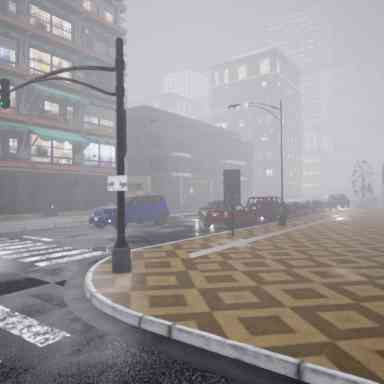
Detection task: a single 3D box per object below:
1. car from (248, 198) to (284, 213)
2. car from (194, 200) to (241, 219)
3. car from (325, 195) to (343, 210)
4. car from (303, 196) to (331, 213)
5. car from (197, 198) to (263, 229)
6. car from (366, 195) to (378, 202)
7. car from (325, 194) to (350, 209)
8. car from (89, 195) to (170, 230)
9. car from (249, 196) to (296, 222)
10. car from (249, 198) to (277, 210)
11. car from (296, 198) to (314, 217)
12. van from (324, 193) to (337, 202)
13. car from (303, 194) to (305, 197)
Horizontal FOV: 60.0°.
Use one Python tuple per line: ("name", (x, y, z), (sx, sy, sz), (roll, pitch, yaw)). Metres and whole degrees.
("car", (8.583, 1.490, 38.164), (2.033, 1.411, 5.357), (-1, 0, 37))
("car", (2.356, 1.470, 29.731), (1.837, 1.490, 4.892), (-1, 0, 37))
("car", (15.747, 1.415, 38.772), (2.008, 1.369, 4.403), (-1, 0, 36))
("car", (12.428, 1.421, 34.270), (1.887, 1.381, 4.507), (-1, 0, 36))
("car", (2.470, 1.352, 20.765), (1.967, 1.590, 4.097), (-1, 0, 36))
("car", (35.662, 1.333, 65.782), (1.887, 1.381, 4.507), (-1, 0, 36))
("car", (19.064, 1.167, 43.274), (2.192, 1.841, 5.009), (-1, 0, 36))
("car", (-3.823, 1.208, 21.321), (2.150, 2.045, 5.566), (-1, 0, 38))
("car", (5.788, 1.215, 25.268), (2.192, 1.841, 5.009), (-1, 0, 36))
("car", (9.304, 1.489, 43.311), (1.752, 1.417, 4.829), (-1, 0, 36))
("car", (9.109, 1.470, 29.768), (1.802, 1.307, 4.206), (-1, 0, 36))
("van", (29.318, 1.229, 70.459), (1.690, 1.788, 3.998), (-1, 0, 36))
("car", (22.581, 1.439, 61.318), (1.752, 1.417, 4.829), (-1, 0, 36))
